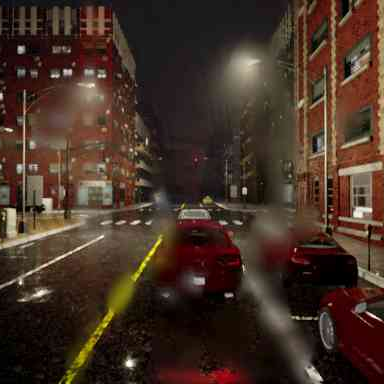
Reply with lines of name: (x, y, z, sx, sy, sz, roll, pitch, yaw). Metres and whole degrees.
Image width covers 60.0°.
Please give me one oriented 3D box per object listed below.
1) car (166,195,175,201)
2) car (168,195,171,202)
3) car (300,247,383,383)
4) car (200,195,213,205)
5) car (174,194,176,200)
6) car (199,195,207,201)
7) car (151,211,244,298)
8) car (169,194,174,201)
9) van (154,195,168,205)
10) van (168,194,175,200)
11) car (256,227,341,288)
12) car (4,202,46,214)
car: (-5.606, 1.547, 86.430, 2.008, 1.369, 4.403, 1, 0, 0)
car: (-5.626, 1.576, 63.821, 1.802, 1.307, 4.206, 1, 0, 0)
car: (2.670, 1.582, 3.213, 1.802, 1.307, 4.206, 1, 0, 0)
car: (2.750, 1.520, 58.292, 1.752, 1.417, 4.829, 1, 0, 0)
car: (-5.611, 1.520, 80.608, 1.752, 1.417, 4.829, 1, 0, 0)
car: (2.773, 1.562, 86.384, 1.947, 1.339, 4.313, 1, 0, 0)
car: (0.105, 1.476, 8.549, 1.882, 1.535, 5.008, 0, 0, 0)
car: (-5.616, 1.577, 75.125, 1.802, 1.307, 4.206, 1, 0, 0)
van: (-5.627, 1.335, 58.169, 1.690, 1.788, 3.998, 1, 0, 0)
van: (-5.598, 1.338, 92.082, 1.690, 1.788, 3.998, 1, 0, 0)
car: (2.845, 1.581, 8.869, 1.802, 1.307, 4.206, 1, 0, 0)
car: (-18.680, 1.714, 37.269, 4.313, 1.339, 1.947, 0, -1, 0)
